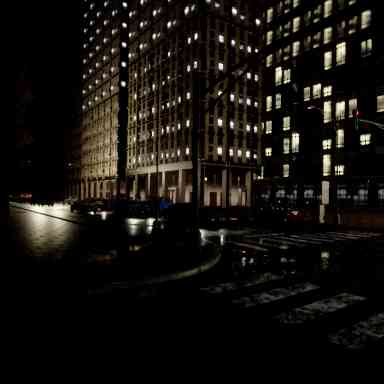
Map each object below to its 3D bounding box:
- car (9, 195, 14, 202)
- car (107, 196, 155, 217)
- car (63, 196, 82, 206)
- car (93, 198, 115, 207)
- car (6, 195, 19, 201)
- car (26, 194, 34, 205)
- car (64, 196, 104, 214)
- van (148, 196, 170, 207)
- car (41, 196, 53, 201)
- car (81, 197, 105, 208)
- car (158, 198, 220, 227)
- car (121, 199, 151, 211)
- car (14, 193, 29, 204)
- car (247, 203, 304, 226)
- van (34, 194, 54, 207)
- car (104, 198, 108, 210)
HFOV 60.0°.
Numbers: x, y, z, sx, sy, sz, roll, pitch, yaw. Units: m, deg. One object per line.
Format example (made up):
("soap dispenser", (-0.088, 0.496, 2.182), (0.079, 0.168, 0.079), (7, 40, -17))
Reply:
("car", (-36.883, 1.397, 69.845), (1.947, 1.339, 4.313), (1, -1, -35))
("car", (-5.603, 1.412, 30.128), (1.882, 1.535, 5.008), (1, -1, -35))
("car", (-20.351, 1.486, 56.333), (1.812, 1.442, 4.674), (1, -1, -35))
("car", (-13.729, 1.587, 51.630), (1.947, 1.339, 4.313), (1, -1, -35))
("car", (-40.145, 1.378, 74.456), (2.008, 1.369, 4.403), (1, -1, -35))
("car", (-23.832, 1.432, 51.401), (1.802, 1.307, 4.206), (1, -1, -35))
("car", (-10.780, 1.427, 32.958), (2.008, 1.369, 4.403), (1, -1, -35))
("van", (-3.936, 1.382, 37.800), (1.690, 1.788, 3.998), (1, -1, -35))
("car", (-36.570, 1.571, 83.906), (1.802, 1.307, 4.206), (1, -1, -35))
("car", (-14.361, 1.477, 47.961), (1.837, 1.490, 4.892), (1, -1, -35))
("car", (-0.154, 1.425, 22.425), (1.882, 1.535, 5.008), (1, -1, -36))
("car", (-7.203, 1.584, 42.409), (2.008, 1.369, 4.403), (1, -1, -35))
("car", (-30.353, 1.155, 60.626), (2.192, 1.841, 5.009), (1, -1, -35))
("car", (5.851, 1.505, 23.967), (1.967, 1.590, 4.097), (1, -1, -35))
("van", (-20.565, 1.197, 46.793), (1.690, 1.788, 3.998), (1, -1, -35))
("car", (-11.749, 1.468, 38.833), (2.033, 1.411, 5.357), (1, -1, -35))
